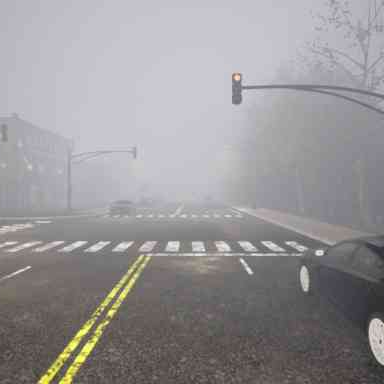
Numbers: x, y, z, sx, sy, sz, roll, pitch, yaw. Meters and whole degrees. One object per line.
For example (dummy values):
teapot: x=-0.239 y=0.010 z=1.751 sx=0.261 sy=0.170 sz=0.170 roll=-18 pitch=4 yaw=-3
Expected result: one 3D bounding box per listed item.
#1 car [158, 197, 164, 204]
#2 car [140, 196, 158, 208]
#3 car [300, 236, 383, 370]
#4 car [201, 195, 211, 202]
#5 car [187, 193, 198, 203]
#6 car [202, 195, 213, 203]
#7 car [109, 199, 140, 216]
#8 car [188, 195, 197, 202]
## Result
car: x=-6.513 y=1.577 z=65.101 sx=1.895 sy=1.301 sz=4.718 roll=0 pitch=0 yaw=0
car: x=-6.573 y=1.335 z=47.751 sx=2.097 sy=1.767 sz=4.553 roll=0 pitch=0 yaw=0
car: x=3.345 y=1.477 z=5.634 sx=1.882 sy=1.535 sz=5.008 roll=0 pitch=0 yaw=1
car: x=3.284 y=1.494 z=79.149 sx=2.128 sy=1.511 sz=4.902 roll=0 pitch=0 yaw=0
car: x=0.128 y=1.196 z=68.627 sx=2.150 sy=2.045 sz=5.566 roll=0 pitch=0 yaw=0
car: x=3.382 y=1.480 z=68.959 sx=1.837 sy=1.490 sz=4.892 roll=0 pitch=0 yaw=0
car: x=-6.589 y=1.469 z=32.156 sx=1.882 sy=1.535 sz=5.008 roll=0 pitch=0 yaw=0
car: x=0.034 y=1.509 z=79.270 sx=2.033 sy=1.411 sz=5.357 roll=0 pitch=0 yaw=0
